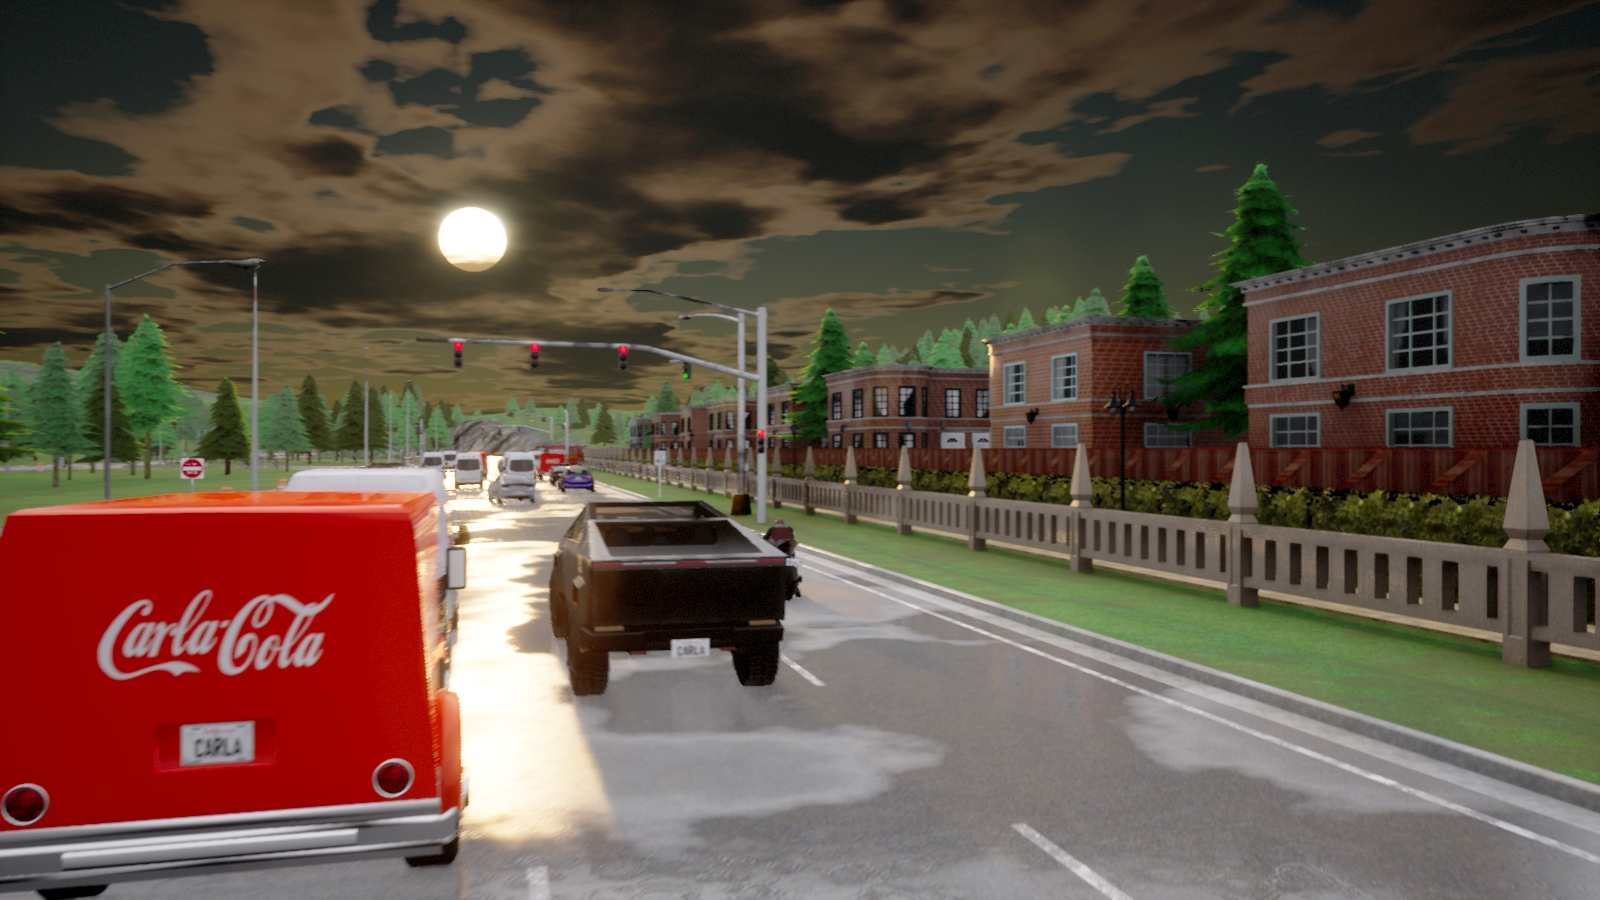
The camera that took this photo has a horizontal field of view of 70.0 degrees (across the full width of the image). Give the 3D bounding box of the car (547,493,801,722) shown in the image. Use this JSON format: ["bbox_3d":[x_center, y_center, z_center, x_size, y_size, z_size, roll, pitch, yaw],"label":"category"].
[{"bbox_3d":[-1.969,1.744,15.087,2.390,2.098,6.274,0,0,-15],"label":"car"}]

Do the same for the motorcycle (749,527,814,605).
[{"bbox_3d":[-0.383,2.192,21.976,0.867,1.251,2.209,0,0,-11],"label":"motorcycle"}]

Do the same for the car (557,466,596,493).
[{"bbox_3d":[-14.934,1.922,76.178,2.242,1.667,4.611,0,0,-15],"label":"car"}]

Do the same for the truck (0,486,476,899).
[{"bbox_3d":[-3.850,1.547,8.669,2.627,2.467,5.204,0,-1,-15],"label":"truck"}]

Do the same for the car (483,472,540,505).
[{"bbox_3d":[-15.290,1.998,60.363,2.097,1.535,5.006,0,0,-24],"label":"car"}]
